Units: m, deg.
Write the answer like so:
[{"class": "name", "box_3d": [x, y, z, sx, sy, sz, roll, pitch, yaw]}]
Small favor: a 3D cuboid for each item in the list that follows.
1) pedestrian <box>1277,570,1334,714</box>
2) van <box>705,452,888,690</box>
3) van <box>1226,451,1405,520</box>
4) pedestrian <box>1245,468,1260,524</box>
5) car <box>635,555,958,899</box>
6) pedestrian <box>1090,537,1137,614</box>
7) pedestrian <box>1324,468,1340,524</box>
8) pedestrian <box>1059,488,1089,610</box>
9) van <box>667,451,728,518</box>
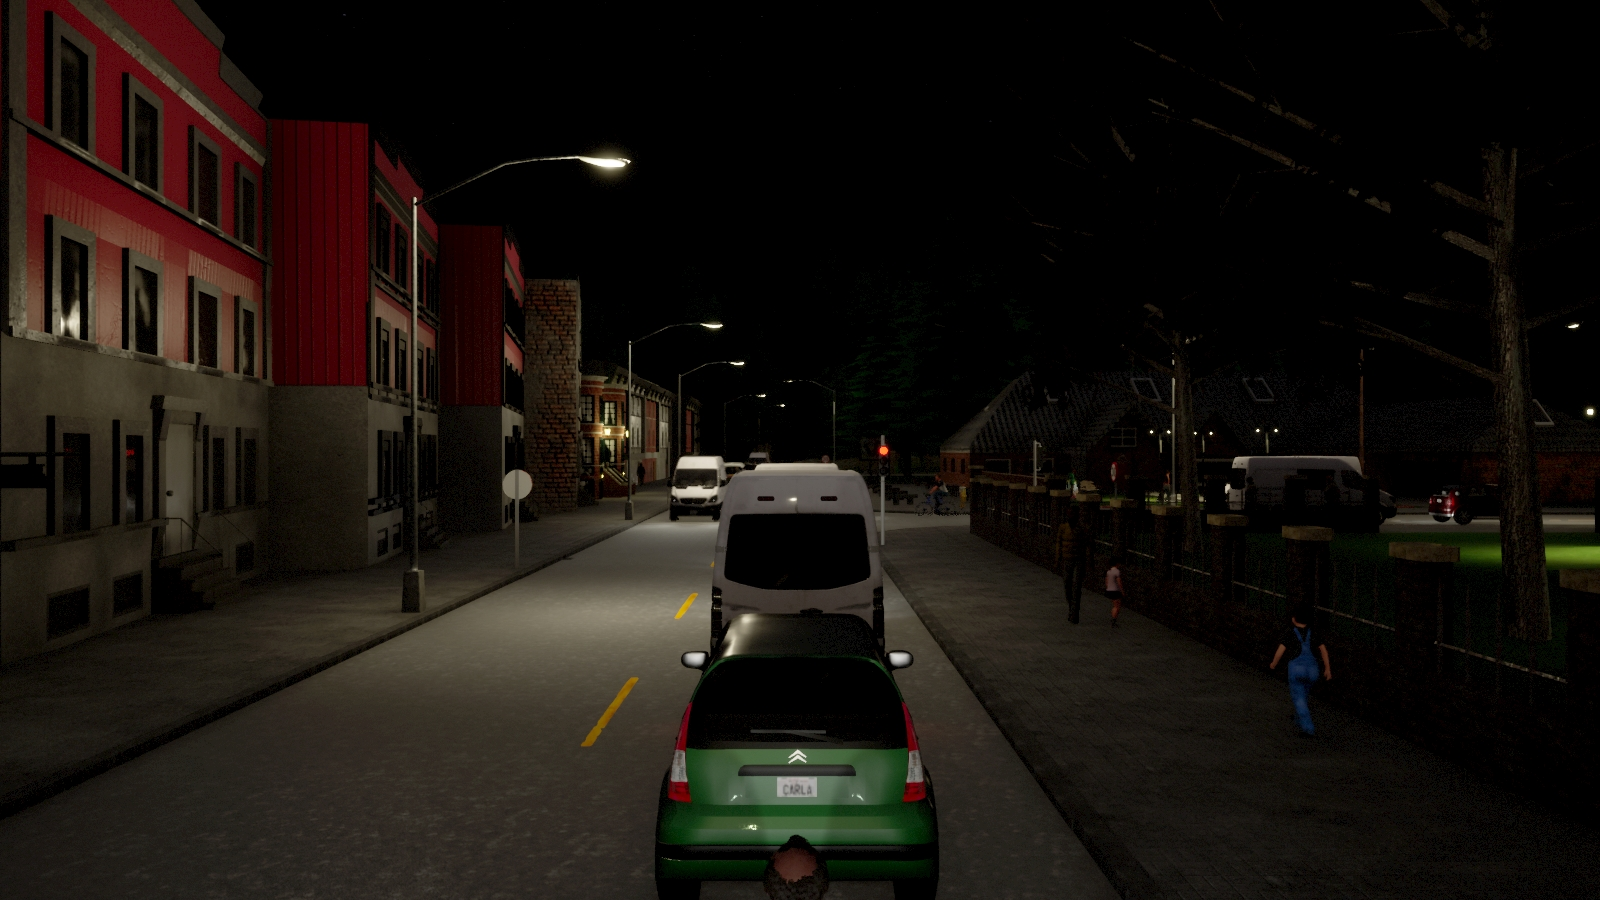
[{"class": "pedestrian", "box_3d": [4.784, 1.805, 10.830, 0.375, 1.300, 0.375, 0, 0, 0]}, {"class": "van", "box_3d": [-0.048, 1.314, 15.312, 1.988, 2.561, 5.915, 0, 0, 0]}, {"class": "van", "box_3d": [19.552, 1.314, 43.543, 5.915, 2.561, 1.988, 0, 0, 1]}, {"class": "pedestrian", "box_3d": [15.127, 1.525, 38.205, 0.375, 1.860, 0.375, 0, 0, 4]}, {"class": "car", "box_3d": [-0.023, 1.779, 8.527, 1.851, 1.617, 3.988, 0, 0, 0]}, {"class": "pedestrian", "box_3d": [4.770, 1.904, 17.394, 0.500, 1.100, 0.500, 0, 0, -18]}, {"class": "pedestrian", "box_3d": [17.743, 1.525, 38.106, 0.375, 1.860, 0.375, 0, 0, 1]}, {"class": "pedestrian", "box_3d": [4.254, 1.525, 17.759, 0.375, 1.860, 0.375, 0, 0, 27]}, {"class": "van", "box_3d": [-4.119, 1.314, 46.852, 1.988, 2.561, 5.915, 0, 0, 0]}]
